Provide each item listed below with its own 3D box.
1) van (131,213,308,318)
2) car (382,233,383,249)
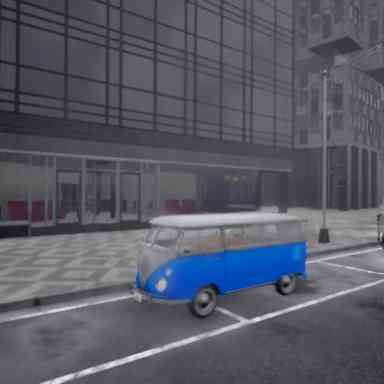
[{"bbox_3d":[0.746,1.369,7.178,3.998,1.788,1.690,0,0,-36],"label":"van"},{"bbox_3d":[9.355,1.659,13.320,4.313,1.339,1.947,0,0,-36],"label":"car"}]
